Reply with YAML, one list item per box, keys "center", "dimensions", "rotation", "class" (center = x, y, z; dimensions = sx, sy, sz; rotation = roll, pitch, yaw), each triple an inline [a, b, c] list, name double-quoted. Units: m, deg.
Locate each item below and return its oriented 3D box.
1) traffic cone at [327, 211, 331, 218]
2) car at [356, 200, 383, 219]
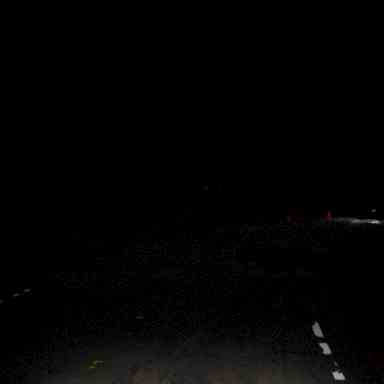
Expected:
- center: [11.636, 1.871, 28.298]
  dimensions: [0.340, 0.580, 0.340]
  rotation: [0, 0, -32]
  class: "traffic cone"
- center: [16.130, 1.422, 28.010]
  dimensions: [5.008, 1.535, 1.882]
  rotation: [0, 0, -23]
  class: "car"
